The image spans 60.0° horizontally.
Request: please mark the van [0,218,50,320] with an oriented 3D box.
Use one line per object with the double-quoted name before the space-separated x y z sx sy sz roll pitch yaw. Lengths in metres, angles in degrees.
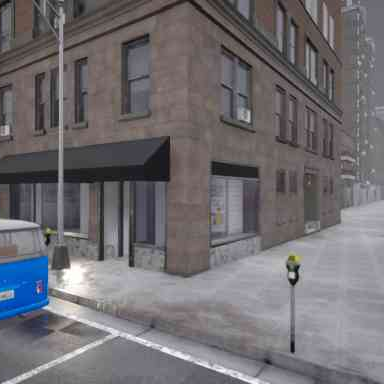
"van" -4.352 1.340 6.127 3.998 1.788 1.690 0 0 35
